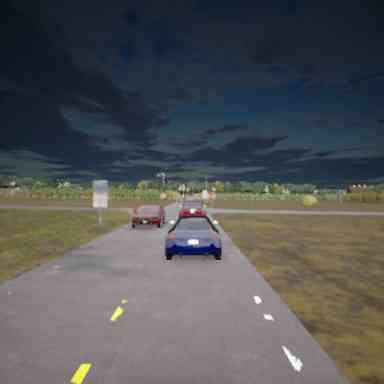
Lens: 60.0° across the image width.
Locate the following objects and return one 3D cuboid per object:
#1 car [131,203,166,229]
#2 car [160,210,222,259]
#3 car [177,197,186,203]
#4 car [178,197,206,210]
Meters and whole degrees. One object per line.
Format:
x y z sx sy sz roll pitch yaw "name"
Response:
-2.832 1.534 22.528 1.882 1.535 5.008 0 0 0 "car"
0.066 1.584 12.694 1.994 1.385 4.181 0 0 1 "car"
-2.765 2.119 89.092 2.128 1.511 4.902 0 -1 0 "car"
0.052 1.425 25.919 2.097 1.767 4.553 0 0 0 "car"
